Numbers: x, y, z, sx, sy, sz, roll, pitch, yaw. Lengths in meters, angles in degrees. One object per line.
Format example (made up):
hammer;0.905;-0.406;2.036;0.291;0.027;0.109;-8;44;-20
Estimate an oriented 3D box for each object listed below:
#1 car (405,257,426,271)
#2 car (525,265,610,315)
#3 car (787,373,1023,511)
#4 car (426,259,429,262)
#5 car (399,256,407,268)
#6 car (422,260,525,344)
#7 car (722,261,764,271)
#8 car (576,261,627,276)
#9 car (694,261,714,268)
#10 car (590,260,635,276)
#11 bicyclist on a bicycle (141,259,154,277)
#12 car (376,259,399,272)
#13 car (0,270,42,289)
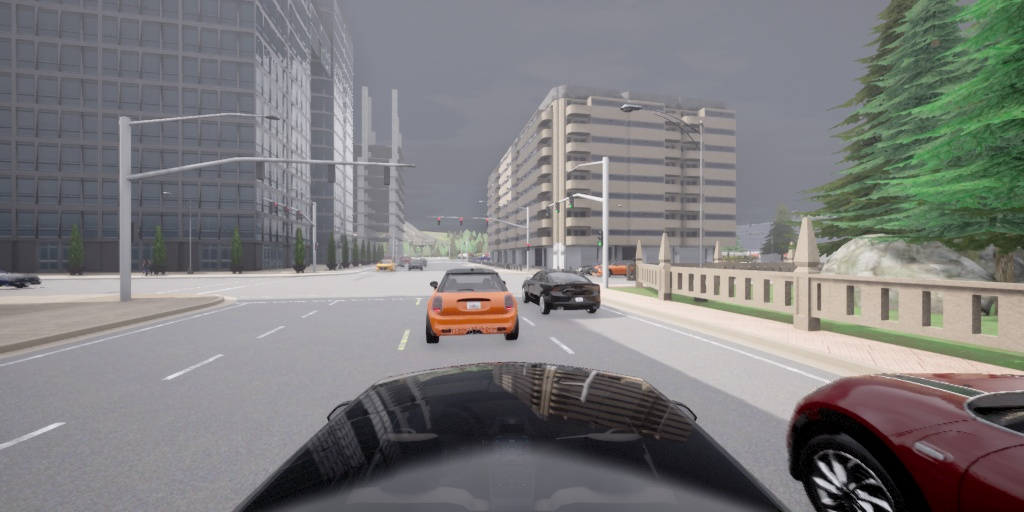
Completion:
car;-13.083;1.254;48.868;1.837;1.490;4.892;0;0;-12
car;1.686;1.228;13.773;1.882;1.535;5.008;0;0;-10
car;3.315;1.103;1.051;2.097;1.767;4.553;0;0;0
car;-15.799;1.314;61.682;1.994;1.385;4.181;0;0;-12
car;-18.835;1.241;59.093;2.128;1.511;4.902;0;0;-12
car;-1.181;1.102;9.912;2.097;1.767;4.553;0;0;-10
car;24.405;1.331;37.791;4.674;1.442;1.812;0;0;-13
car;9.480;1.297;38.108;4.902;1.511;2.128;0;0;-12
car;23.182;1.283;41.119;5.008;1.535;1.882;-1;0;-12
car;10.030;1.158;34.642;4.553;1.767;2.097;0;0;-12
bicyclist on a bicycle;-33.998;1.106;33.445;0.582;1.620;1.656;0;0;-12
car;-15.897;1.227;45.260;1.882;1.535;5.008;0;0;-12
car;-32.393;1.352;21.528;5.357;1.411;2.033;0;0;-12
